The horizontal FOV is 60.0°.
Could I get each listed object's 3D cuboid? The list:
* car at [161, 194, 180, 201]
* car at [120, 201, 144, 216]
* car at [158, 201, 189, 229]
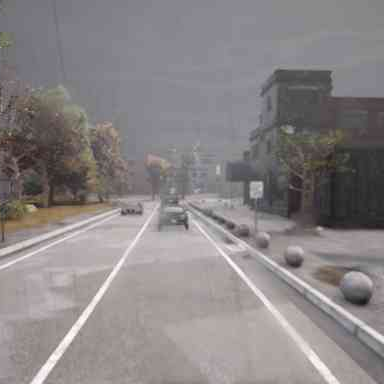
[{"bbox_3d":[-2.690,1.223,41.632,2.150,2.045,5.566,0,0,-4],"label":"car"},{"bbox_3d":[-5.712,1.587,32.277,1.994,1.385,4.181,0,0,-4],"label":"car"},{"bbox_3d":[-1.220,1.530,21.545,1.812,1.442,4.674,0,0,-4],"label":"car"}]
